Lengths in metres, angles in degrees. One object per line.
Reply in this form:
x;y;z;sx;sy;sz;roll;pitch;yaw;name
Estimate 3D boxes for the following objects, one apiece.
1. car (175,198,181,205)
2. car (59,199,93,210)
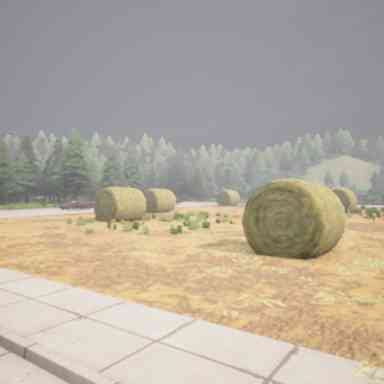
-4.086;1.718;61.056;2.128;1.511;4.902;0;0;37;car
-15.775;1.749;45.473;1.812;1.442;4.674;0;0;36;car
